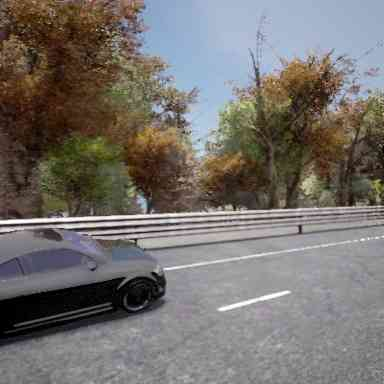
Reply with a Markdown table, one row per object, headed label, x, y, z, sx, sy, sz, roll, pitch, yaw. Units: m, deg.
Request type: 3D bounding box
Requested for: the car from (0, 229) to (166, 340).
| label | x | y | z | sx | sy | sz | roll | pitch | yaw |
| --- | --- | --- | --- | --- | --- | --- | --- | --- | --- |
| car | -2.541 | 1.457 | 6.146 | 4.181 | 1.385 | 1.994 | -2 | 13 | -35 |
